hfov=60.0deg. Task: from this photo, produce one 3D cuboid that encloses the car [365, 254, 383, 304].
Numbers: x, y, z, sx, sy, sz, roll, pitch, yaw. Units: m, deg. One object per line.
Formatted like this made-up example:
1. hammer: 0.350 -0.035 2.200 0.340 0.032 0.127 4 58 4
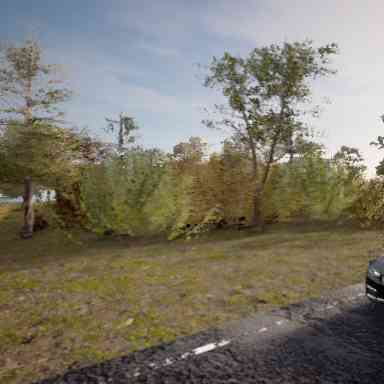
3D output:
1. car: 5.574 1.495 7.051 4.902 1.511 2.128 0 0 -36
